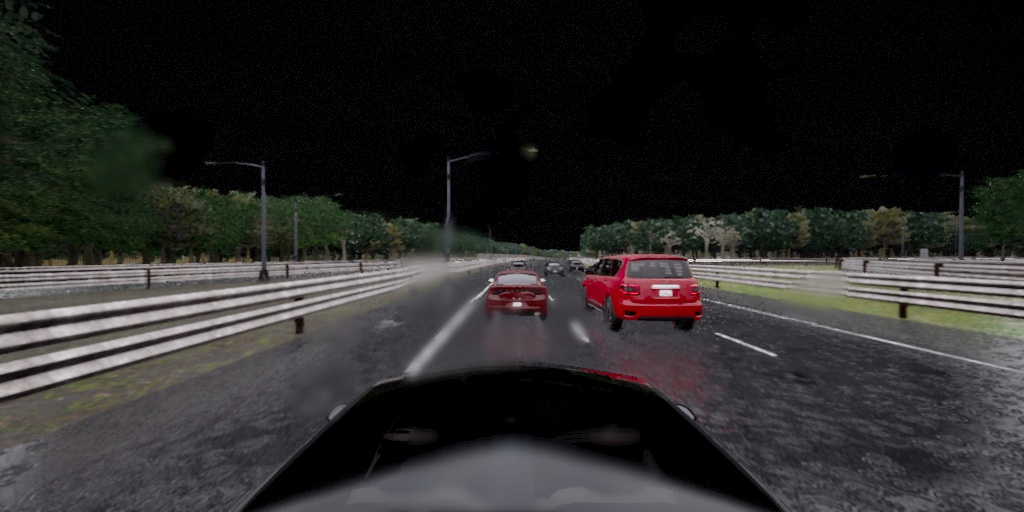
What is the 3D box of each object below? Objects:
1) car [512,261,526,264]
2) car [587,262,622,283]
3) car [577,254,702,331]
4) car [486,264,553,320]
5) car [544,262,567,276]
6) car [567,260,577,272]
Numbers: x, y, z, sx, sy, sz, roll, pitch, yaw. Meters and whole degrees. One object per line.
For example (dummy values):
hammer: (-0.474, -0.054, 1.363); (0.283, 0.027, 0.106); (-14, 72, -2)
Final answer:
car: (0.695, 1.252, 36.822); (1.837, 1.490, 4.892); (0, 0, 2)
car: (7.406, 1.275, 29.200); (1.812, 1.442, 4.674); (0, 0, 2)
car: (3.661, 0.970, 11.156); (2.150, 2.045, 5.566); (0, 0, 1)
car: (0.180, 1.224, 12.681); (1.882, 1.535, 5.008); (0, 0, 1)
car: (4.177, 1.274, 36.228); (1.812, 1.442, 4.674); (0, 0, 2)
car: (8.056, 1.259, 46.196); (1.837, 1.490, 4.892); (0, 0, 3)
